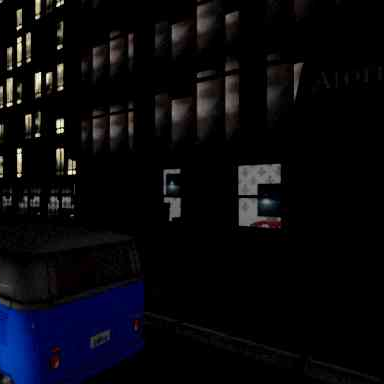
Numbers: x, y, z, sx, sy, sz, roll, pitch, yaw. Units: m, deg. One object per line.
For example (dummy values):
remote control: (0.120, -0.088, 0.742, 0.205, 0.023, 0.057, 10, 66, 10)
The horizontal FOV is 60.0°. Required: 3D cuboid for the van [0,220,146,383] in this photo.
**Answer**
van: (-2.491, 1.341, 4.649, 3.998, 1.788, 1.690, 0, 0, 35)
